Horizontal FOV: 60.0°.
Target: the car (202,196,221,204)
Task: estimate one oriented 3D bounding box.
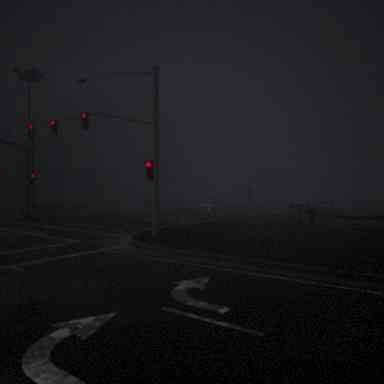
[{"bbox_3d":[3.781,1.493,64.281,1.837,1.490,4.892,0,-1,36],"label":"car"}]

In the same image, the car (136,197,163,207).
[{"bbox_3d":[-6.342,1.478,49.941,2.128,1.511,4.902,0,0,35],"label":"car"}]
